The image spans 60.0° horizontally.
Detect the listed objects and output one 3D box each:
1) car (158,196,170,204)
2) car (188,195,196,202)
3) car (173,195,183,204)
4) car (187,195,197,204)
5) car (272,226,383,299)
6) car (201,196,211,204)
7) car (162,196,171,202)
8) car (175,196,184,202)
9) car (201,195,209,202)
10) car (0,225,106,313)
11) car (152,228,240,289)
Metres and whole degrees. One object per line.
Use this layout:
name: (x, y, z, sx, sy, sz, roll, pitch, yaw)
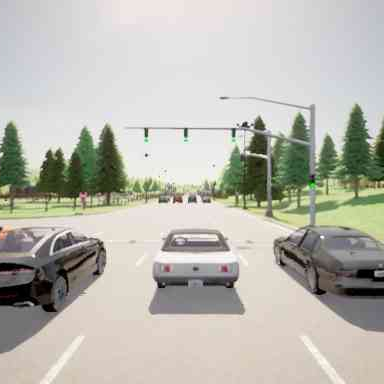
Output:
car: (-6.940, 1.877, 80.522, 2.097, 1.767, 4.553, 0, 0, 0)
car: (0.067, 1.783, 90.521, 2.097, 1.767, 4.553, 0, 0, 0)
car: (-3.440, 1.744, 80.164, 2.150, 2.045, 5.566, 0, 0, 0)
car: (0.060, 1.744, 80.161, 2.150, 2.045, 5.566, 0, 0, 0)
car: (3.590, 1.606, 8.787, 2.033, 1.411, 5.357, 0, 0, 0)
car: (3.560, 2.044, 80.126, 2.128, 1.511, 4.902, 0, 0, 0)
car: (-6.933, 1.928, 90.555, 1.837, 1.490, 4.892, 0, 0, 0)
car: (-3.433, 1.953, 90.552, 2.128, 1.511, 4.902, 0, 0, 0)
car: (3.567, 1.783, 90.518, 2.097, 1.767, 4.553, 0, 0, 0)
car: (-3.417, 1.544, 7.744, 2.128, 1.511, 4.902, 0, 0, 0)
car: (0.092, 1.663, 9.286, 1.895, 1.301, 4.718, 0, 0, 0)
